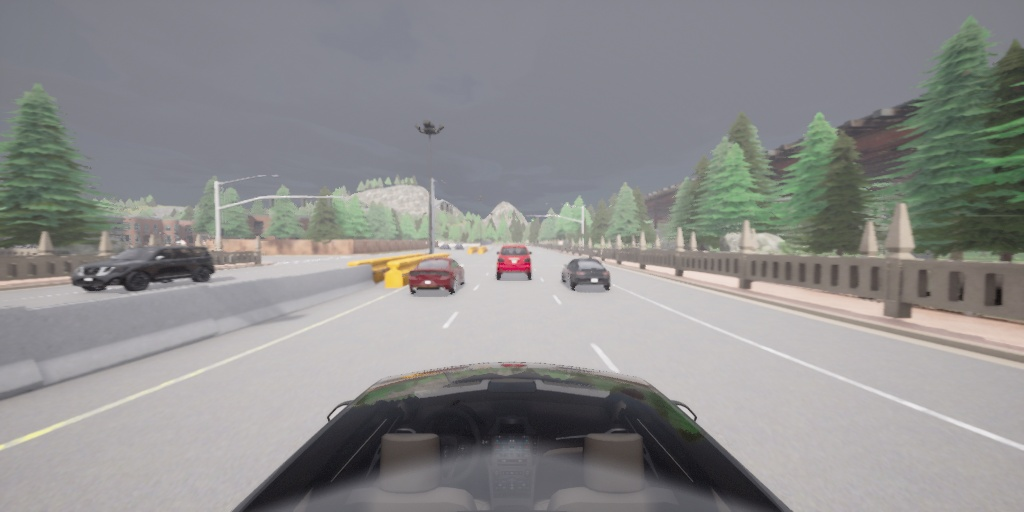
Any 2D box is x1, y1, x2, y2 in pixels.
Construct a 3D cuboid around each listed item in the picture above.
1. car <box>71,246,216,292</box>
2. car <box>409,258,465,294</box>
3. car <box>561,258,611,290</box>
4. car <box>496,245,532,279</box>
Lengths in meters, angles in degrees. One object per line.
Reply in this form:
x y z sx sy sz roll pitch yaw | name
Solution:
-17.577 0.524 17.638 2.150 2.045 5.566 0 2 0 | car
-3.383 0.808 16.908 1.882 1.535 5.008 0 2 0 | car
3.621 0.813 17.992 1.812 1.442 4.674 0 2 0 | car
0.144 0.303 23.153 2.150 2.045 5.566 0 2 0 | car
